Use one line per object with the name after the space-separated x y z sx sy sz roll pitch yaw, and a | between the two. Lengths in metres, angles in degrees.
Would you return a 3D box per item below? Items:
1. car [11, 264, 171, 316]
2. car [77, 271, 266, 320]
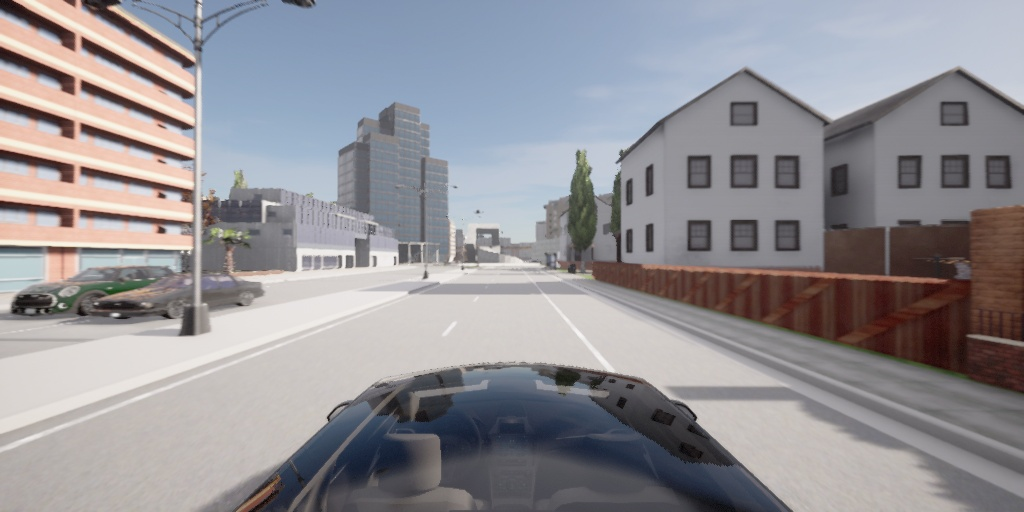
-15.071 1.155 13.500 2.097 1.767 4.553 0 0 1 | car
-11.578 1.354 13.128 2.033 1.411 5.357 0 0 0 | car
